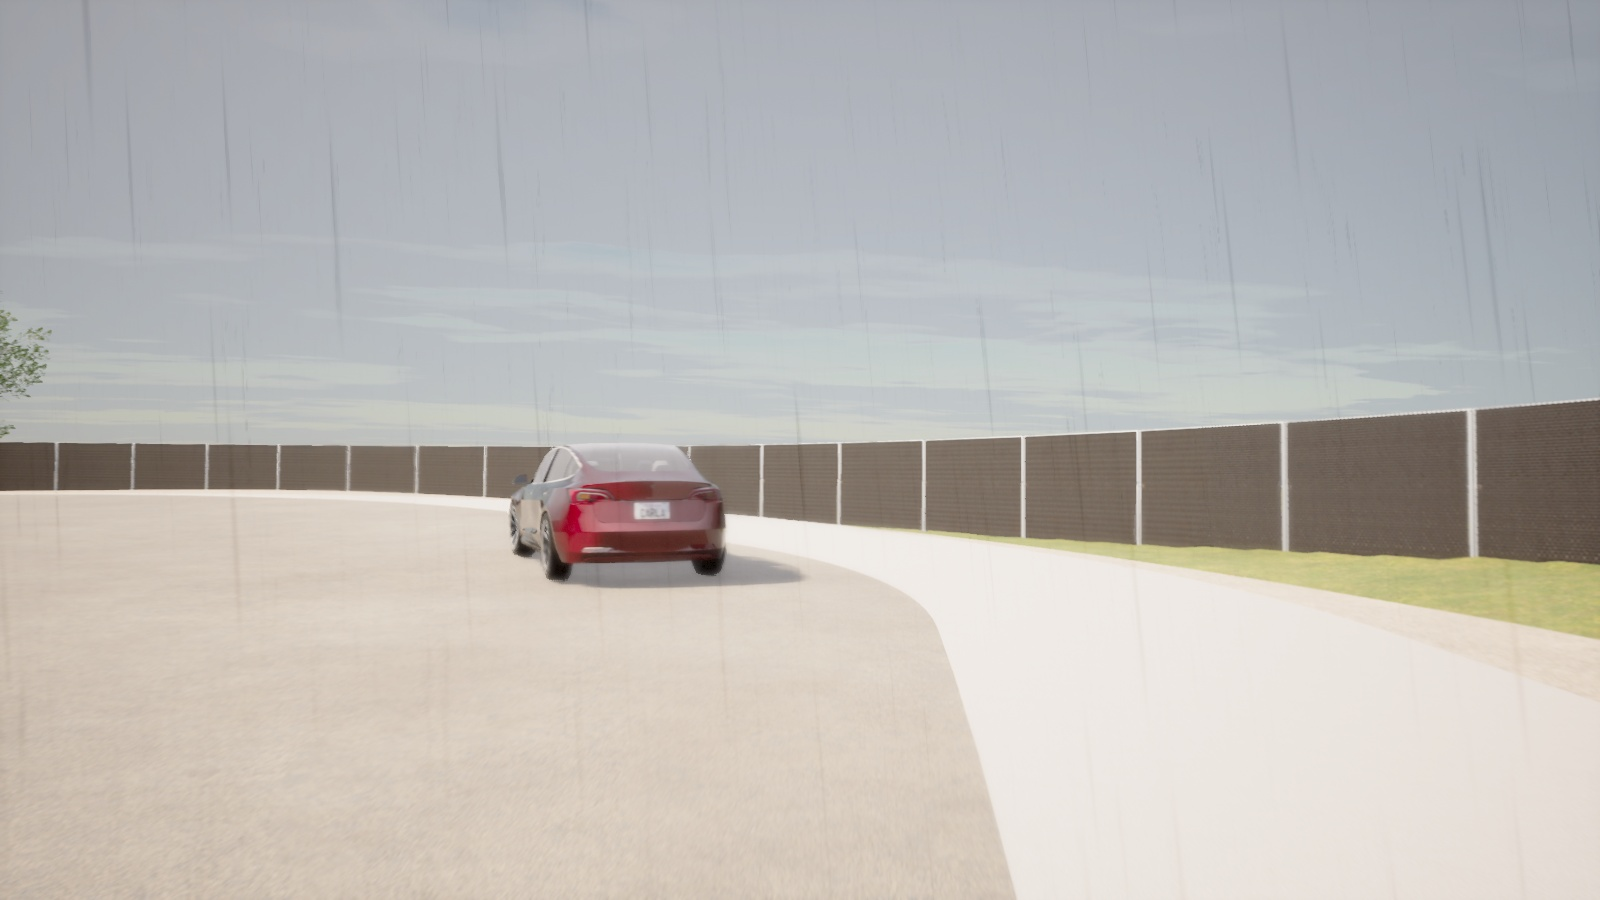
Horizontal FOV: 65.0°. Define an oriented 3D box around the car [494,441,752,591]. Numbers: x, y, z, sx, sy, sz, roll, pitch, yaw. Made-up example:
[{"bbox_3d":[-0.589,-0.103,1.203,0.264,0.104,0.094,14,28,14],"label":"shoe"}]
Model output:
[{"bbox_3d":[-2.320,0.644,15.106,2.163,1.488,4.792,0,0,-19],"label":"car"}]
